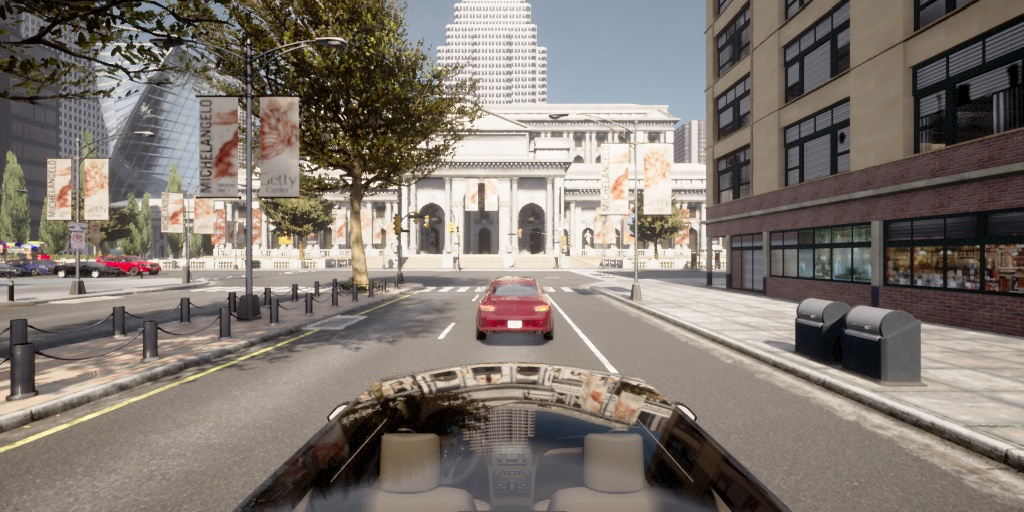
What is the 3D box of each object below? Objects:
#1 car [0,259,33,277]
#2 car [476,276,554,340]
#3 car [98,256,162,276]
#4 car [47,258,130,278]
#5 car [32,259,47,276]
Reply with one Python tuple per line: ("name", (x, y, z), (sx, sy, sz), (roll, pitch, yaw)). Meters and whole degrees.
("car", (-48.326, 1.276, 33.329), (4.674, 1.442, 1.812), (0, 0, -1))
("car", (0.078, 1.276, 9.882), (1.812, 1.442, 4.674), (0, 0, 0))
("car", (-39.513, 0.971, 36.863), (5.566, 2.045, 2.150), (0, 0, 0))
("car", (-39.323, 1.228, 33.360), (5.008, 1.535, 1.882), (0, 0, 0))
("car", (-49.132, 1.102, 36.802), (4.553, 1.767, 2.097), (0, 0, -1))
